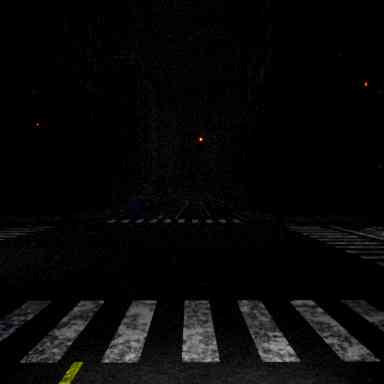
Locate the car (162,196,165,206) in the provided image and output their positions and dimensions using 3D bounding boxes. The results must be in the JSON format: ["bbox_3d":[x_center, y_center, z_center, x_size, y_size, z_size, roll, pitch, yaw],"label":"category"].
[{"bbox_3d":[-5.589,1.585,50.460,1.802,1.307,4.206,0,0,0],"label":"car"}]

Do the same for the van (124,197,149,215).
[{"bbox_3d":[-5.681,1.343,33.456,1.690,1.788,3.998,0,0,0],"label":"van"}]

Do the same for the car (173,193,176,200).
[{"bbox_3d":[-5.435,1.522,78.631,1.752,1.417,4.829,0,0,0],"label":"car"}]

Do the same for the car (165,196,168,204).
[{"bbox_3d":[-5.558,1.569,56.129,1.947,1.339,4.313,0,0,0],"label":"car"}]

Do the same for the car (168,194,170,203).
[{"bbox_3d":[-5.528,1.527,61.627,1.752,1.417,4.829,0,0,0],"label":"car"}]

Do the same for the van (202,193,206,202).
[{"bbox_3d":[2.968,1.344,56.088,1.690,1.788,3.998,0,0,0],"label":"van"}]

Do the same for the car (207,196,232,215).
[{"bbox_3d":[2.845,1.442,33.411,1.967,1.590,4.097,0,0,0],"label":"car"}]

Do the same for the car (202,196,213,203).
[{"bbox_3d":[3.030,1.552,67.427,2.008,1.369,4.403,0,0,0],"label":"car"}]

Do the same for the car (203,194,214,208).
[{"bbox_3d":[2.906,1.443,44.749,1.967,1.590,4.097,0,0,0],"label":"car"}]

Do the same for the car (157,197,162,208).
[{"bbox_3d":[-5.619,1.569,44.792,1.947,1.339,4.313,0,0,0],"label":"car"}]

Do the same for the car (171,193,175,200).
[{"bbox_3d":[-5.465,1.544,73.133,1.887,1.381,4.507,0,0,0],"label":"car"}]

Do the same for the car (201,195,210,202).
[{"bbox_3d":[3.091,1.437,78.765,1.967,1.590,4.097,0,0,0],"label":"car"}]

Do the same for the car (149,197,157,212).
[{"bbox_3d":[-5.650,1.443,39.124,1.967,1.590,4.097,0,0,0],"label":"car"}]

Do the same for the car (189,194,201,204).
[{"bbox_3d":[0.344,1.566,63.785,1.994,1.385,4.181,0,0,0],"label":"car"}]

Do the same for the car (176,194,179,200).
[{"bbox_3d":[-5.373,1.307,90.138,2.192,1.841,5.009,0,0,0],"label":"car"}]

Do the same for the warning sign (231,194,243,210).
[{"bbox_3d":[5.278,1.118,39.392,1.300,1.860,1.060,0,0,0],"label":"warning sign"}]

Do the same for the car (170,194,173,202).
[{"bbox_3d":[-5.496,1.567,67.465,1.947,1.339,4.313,0,0,0],"label":"car"}]
